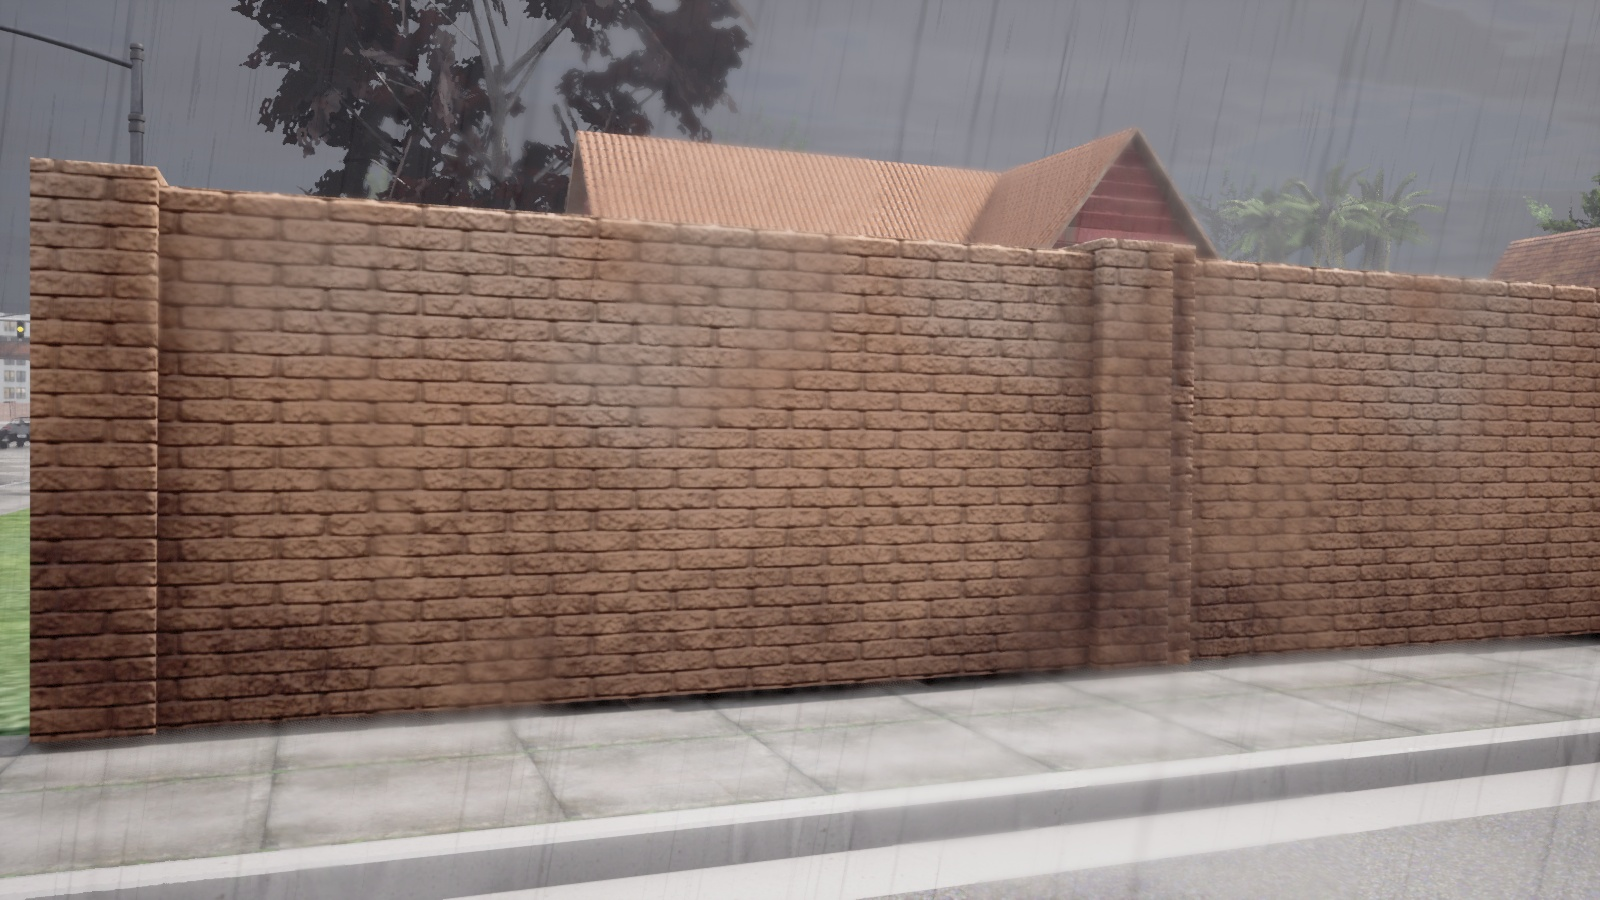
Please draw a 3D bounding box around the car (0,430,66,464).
[{"bbox_3d":[-40.415,-0.214,66.170,2.152,1.651,5.027,-1,2,-20],"label":"car"}]
